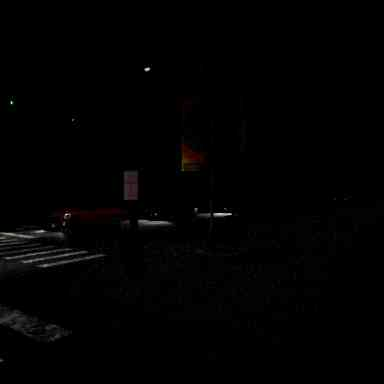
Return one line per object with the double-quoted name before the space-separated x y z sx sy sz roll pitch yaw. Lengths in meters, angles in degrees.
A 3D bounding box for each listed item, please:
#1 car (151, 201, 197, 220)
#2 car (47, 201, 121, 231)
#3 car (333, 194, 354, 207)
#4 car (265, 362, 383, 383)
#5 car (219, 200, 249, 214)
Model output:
"car" -1.469 1.538 28.395 1.837 1.490 4.892 0 0 36
"car" -6.704 1.370 21.012 2.097 1.767 4.553 0 0 35
"car" 24.099 1.347 52.878 2.150 2.045 5.566 0 0 35
"car" 2.194 1.551 1.277 4.403 1.369 2.008 0 0 36
"car" 4.695 1.618 37.076 1.994 1.385 4.181 0 0 36
